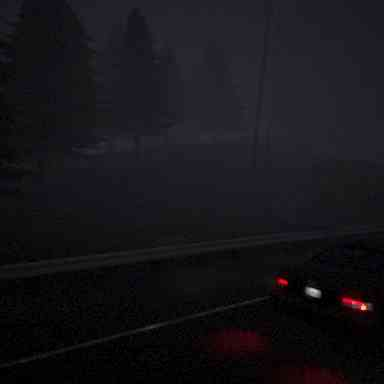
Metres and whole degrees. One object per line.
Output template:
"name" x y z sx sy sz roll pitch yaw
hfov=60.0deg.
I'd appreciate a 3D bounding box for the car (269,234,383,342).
"car" 3.889 1.548 6.356 5.357 1.411 2.033 0 0 -34
